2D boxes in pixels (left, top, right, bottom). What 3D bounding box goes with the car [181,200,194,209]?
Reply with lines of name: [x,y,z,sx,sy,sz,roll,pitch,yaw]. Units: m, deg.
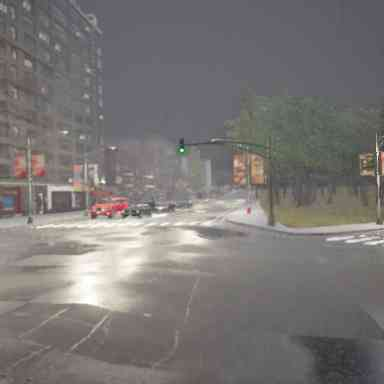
car: [-0.992,2.043,55.018,2.033,1.411,5.357,-2,-1,11]

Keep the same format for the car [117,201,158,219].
car: [-5.271,1.897,32.919,1.895,1.301,4.718,-2,-1,11]

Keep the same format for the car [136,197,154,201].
car: [-6.341,1.713,44.513,2.150,2.045,5.566,-2,-1,12]

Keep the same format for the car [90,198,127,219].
car: [-8.333,1.625,34.194,2.150,2.045,5.566,-2,-1,11]

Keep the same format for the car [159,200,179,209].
car: [-3.880,2.162,57.181,2.033,1.411,5.357,-2,-1,11]

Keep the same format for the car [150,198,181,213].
car: [-3.327,1.872,43.003,2.128,1.511,4.902,-2,-1,11]
